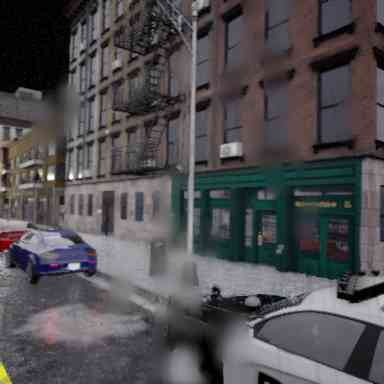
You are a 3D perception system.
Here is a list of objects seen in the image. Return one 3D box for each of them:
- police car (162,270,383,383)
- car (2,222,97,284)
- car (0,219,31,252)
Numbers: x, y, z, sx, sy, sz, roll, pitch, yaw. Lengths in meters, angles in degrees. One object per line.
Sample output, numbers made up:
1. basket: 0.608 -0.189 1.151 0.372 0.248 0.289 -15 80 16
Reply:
1. police car: 1.574 1.602 3.186 1.930 1.638 5.238 3 -3 -39
2. car: -4.650 1.911 10.868 1.812 1.442 4.674 3 -3 -39
3. car: -8.424 1.994 15.533 1.882 1.535 5.008 3 -3 -39
